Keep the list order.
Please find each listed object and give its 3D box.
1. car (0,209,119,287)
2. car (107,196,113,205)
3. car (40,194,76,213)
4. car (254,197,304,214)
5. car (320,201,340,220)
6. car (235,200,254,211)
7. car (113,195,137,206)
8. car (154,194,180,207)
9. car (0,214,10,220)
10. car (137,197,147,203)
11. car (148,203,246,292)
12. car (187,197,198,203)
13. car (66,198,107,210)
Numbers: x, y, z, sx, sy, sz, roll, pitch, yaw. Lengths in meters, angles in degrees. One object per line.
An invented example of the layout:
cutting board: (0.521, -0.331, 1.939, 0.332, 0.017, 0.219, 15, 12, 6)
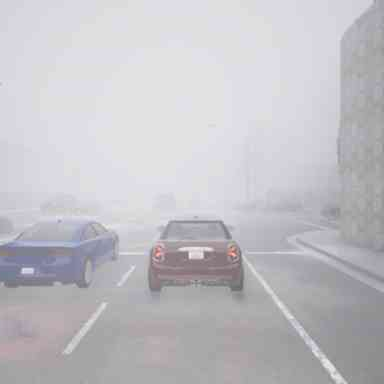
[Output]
car: (-3.394, 1.478, 9.338, 1.882, 1.535, 5.008, 0, 0, 0)
car: (-14.034, 1.480, 59.606, 1.882, 1.535, 5.008, 0, 0, 0)
car: (-14.078, 1.220, 35.556, 2.150, 2.045, 5.566, 0, 0, 0)
car: (9.356, 1.353, 35.197, 4.553, 1.767, 2.097, 0, 0, 0)
car: (12.999, 1.492, 27.070, 4.902, 1.511, 2.128, 0, 0, 0)
car: (7.676, 1.549, 38.678, 5.357, 1.411, 2.033, 0, 0, -1)
car: (-10.557, 1.354, 52.853, 2.097, 1.767, 4.553, 0, 0, 0)
car: (-3.340, 1.224, 40.934, 2.150, 2.045, 5.566, 0, 0, -13)
car: (-10.589, 1.565, 16.122, 1.994, 1.385, 4.181, 0, 0, 0)
car: (-10.456, 1.585, 68.627, 1.895, 1.301, 4.718, 0, 0, 0)
car: (0.091, 1.352, 9.095, 2.097, 1.767, 4.553, 0, 0, 0)
car: (0.085, 1.550, 59.631, 2.033, 1.411, 5.357, 0, 0, 1)
car: (-10.578, 1.549, 33.831, 2.033, 1.411, 5.357, 0, 0, 0)
